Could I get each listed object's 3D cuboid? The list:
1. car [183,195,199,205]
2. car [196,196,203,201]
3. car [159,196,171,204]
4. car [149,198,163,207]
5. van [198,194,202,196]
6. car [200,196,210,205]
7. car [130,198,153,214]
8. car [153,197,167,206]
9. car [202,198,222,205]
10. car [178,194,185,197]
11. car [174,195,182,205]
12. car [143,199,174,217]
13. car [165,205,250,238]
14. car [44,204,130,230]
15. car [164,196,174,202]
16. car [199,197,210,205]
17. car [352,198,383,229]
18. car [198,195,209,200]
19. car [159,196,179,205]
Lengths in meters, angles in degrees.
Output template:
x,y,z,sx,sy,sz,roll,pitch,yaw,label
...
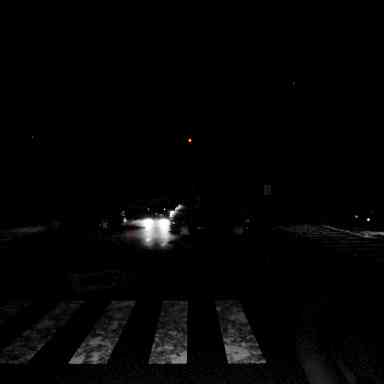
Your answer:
x,y,z,sx,sy,sz,roll,pitch,yaw,label
-0.138,1.637,54.008,1.994,1.385,4.181,0,0,0,car
2.064,1.698,90.133,1.812,1.442,4.674,0,0,0,car
-5.594,1.552,69.246,1.967,1.590,4.097,0,0,0,car
-5.627,1.653,52.713,1.802,1.307,4.206,0,0,0,car
2.409,1.424,58.208,1.690,1.788,3.998,0,0,0,van
2.387,1.641,47.187,1.802,1.307,4.206,0,0,0,car
-5.661,1.480,36.181,1.967,1.590,4.097,0,0,0,car
-5.616,1.634,58.224,2.008,1.369,4.403,0,0,0,car
2.364,1.606,36.164,1.947,1.339,4.313,0,0,0,car
-3.015,1.586,62.801,2.128,1.511,4.902,0,0,1,car
-3.086,1.633,52.001,1.994,1.385,4.181,0,0,0,car
-3.150,1.634,32.061,1.895,1.301,4.718,0,0,1,car
0.903,1.567,17.387,4.181,1.385,1.994,0,0,0,car
-6.598,1.523,20.612,4.892,1.490,1.837,0,0,0,car
-5.571,1.694,80.267,2.008,1.369,4.403,0,0,0,car
2.420,1.647,63.718,2.008,1.369,4.403,0,0,0,car
12.990,1.175,20.677,5.566,2.045,2.150,0,0,0,car
2.398,1.636,52.697,1.947,1.339,4.313,0,0,0,car
-3.107,1.614,42.017,1.994,1.385,4.181,0,0,1,car
